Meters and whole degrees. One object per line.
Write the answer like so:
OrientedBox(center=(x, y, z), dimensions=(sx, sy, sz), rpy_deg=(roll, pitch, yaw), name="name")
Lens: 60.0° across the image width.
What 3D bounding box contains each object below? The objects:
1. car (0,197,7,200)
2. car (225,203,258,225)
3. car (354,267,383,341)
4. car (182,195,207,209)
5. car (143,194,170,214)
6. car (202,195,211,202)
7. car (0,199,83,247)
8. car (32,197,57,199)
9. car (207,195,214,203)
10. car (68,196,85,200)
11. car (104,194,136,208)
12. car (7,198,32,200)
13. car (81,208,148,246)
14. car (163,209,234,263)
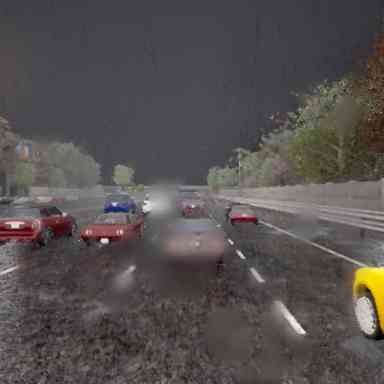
OrientedBox(center=(-28.058, 1.506, 48.565), dimensions=(1.882, 1.535, 5.008), rpy_deg=(0, 0, 0), name="car")
OrientedBox(center=(3.500, 1.517, 24.125), dimensions=(1.994, 1.385, 4.181), rpy_deg=(0, 0, 0), name="car")
OrientedBox(center=(3.559, 1.426, 3.489), dimensions=(1.882, 1.535, 5.008), rpy_deg=(0, 0, 1), name="car")
OrientedBox(center=(0.098, 1.368, 32.761), dimensions=(2.097, 1.767, 4.553), rpy_deg=(0, 0, 0), name="car")
OrientedBox(center=(-3.395, 1.237, 32.229), dimensions=(2.150, 2.045, 5.566), rpy_deg=(0, 0, 0), name="car")
OrientedBox(center=(3.501, 1.567, 80.858), dimensions=(1.837, 1.490, 4.892), rpy_deg=(0, 0, 0), name="car")
OrientedBox(center=(-6.903, 1.356, 15.115), dimensions=(2.097, 1.767, 4.553), rpy_deg=(0, 0, 0), name="car")
OrientedBox(center=(-21.062, 1.506, 48.899), dimensions=(1.882, 1.535, 5.008), rpy_deg=(0, 0, 0), name="car")
OrientedBox(center=(3.501, 1.498, 70.122), dimensions=(1.837, 1.490, 4.892), rpy_deg=(0, 0, 0), name="car")
OrientedBox(center=(-17.563, 1.382, 49.689), dimensions=(2.097, 1.767, 4.553), rpy_deg=(0, 0, 0), name="car")
OrientedBox(center=(-6.903, 1.237, 32.278), dimensions=(2.150, 2.045, 5.566), rpy_deg=(0, 0, 0), name="car")
OrientedBox(center=(-24.557, 1.576, 49.310), dimensions=(2.033, 1.411, 5.357), rpy_deg=(0, 0, 1), name="car")
OrientedBox(center=(-3.400, 1.605, 15.186), dimensions=(1.895, 1.301, 4.718), rpy_deg=(0, 0, 0), name="car")
OrientedBox(center=(0.100, 1.550, 11.921), dimensions=(2.033, 1.411, 5.357), rpy_deg=(0, 0, 0), name="car")
